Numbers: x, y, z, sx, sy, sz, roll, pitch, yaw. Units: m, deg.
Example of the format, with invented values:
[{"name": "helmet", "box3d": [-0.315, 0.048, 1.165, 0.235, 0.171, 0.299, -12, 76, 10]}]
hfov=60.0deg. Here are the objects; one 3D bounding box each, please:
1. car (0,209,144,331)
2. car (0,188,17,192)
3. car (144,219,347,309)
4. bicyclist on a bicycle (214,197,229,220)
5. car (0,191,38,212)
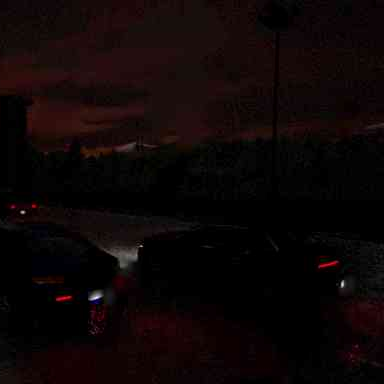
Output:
[{"name": "car", "box3d": [-3.315, 1.306, 6.401, 4.674, 1.442, 1.812, 3, 2, 36]}, {"name": "car", "box3d": [-16.504, 0.433, 28.871, 5.008, 1.535, 1.882, 2, 1, 36]}, {"name": "car", "box3d": [0.887, 1.378, 7.683, 4.892, 1.490, 1.837, 3, 2, 36]}, {"name": "bicyclist on a bicycle", "box3d": [1.622, 1.057, 18.160, 0.582, 1.620, 1.656, 2, 8, 36]}, {"name": "car", "box3d": [-11.942, 0.838, 21.261, 4.718, 1.301, 1.895, 2, 1, 36]}]
